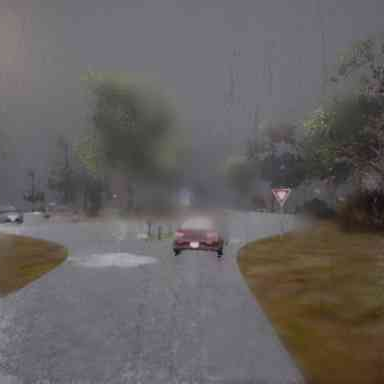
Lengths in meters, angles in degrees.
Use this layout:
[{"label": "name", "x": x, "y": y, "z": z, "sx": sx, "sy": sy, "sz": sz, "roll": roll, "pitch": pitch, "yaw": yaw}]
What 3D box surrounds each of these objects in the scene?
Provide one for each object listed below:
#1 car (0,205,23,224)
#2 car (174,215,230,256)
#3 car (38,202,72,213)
[{"label": "car", "x": -14.935, "y": 1.764, "z": 26.142, "sx": 4.902, "sy": 1.511, "sz": 2.128, "roll": -1, "pitch": -1, "yaw": 43}, {"label": "car", "x": 0.486, "y": 1.669, "z": 13.707, "sx": 1.812, "sy": 1.442, "sz": 4.674, "roll": 0, "pitch": -1, "yaw": 10}, {"label": "car", "x": -17.774, "y": 2.014, "z": 43.395, "sx": 1.994, "sy": 1.385, "sz": 4.181, "roll": 0, "pitch": -1, "yaw": 32}]
